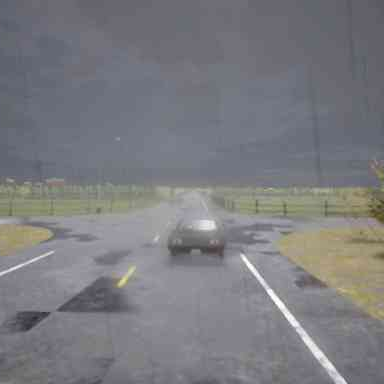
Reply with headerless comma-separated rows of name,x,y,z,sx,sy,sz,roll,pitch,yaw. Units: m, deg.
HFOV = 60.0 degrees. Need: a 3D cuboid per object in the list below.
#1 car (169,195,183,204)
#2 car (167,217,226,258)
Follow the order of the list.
car,-3.139,1.530,60.837,1.994,1.385,4.181,0,0,1
car,0.348,1.603,12.750,1.895,1.301,4.718,0,0,6
